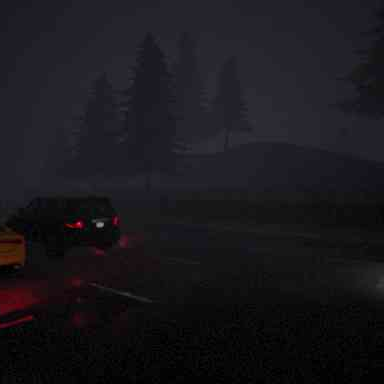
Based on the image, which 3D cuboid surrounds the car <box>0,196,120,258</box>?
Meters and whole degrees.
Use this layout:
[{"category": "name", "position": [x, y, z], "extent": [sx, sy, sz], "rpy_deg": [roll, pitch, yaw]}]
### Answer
[{"category": "car", "position": [-5.054, 1.152, 12.691], "extent": [5.566, 2.045, 2.150], "rpy_deg": [1, 0, 41]}]

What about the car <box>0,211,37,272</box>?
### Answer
[{"category": "car", "position": [-6.551, 1.407, 9.399], "extent": [5.008, 1.535, 1.882], "rpy_deg": [1, 0, 40]}]

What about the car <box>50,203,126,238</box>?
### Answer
[{"category": "car", "position": [-5.739, 1.436, 18.018], "extent": [4.674, 1.442, 1.812], "rpy_deg": [1, 0, 42]}]
